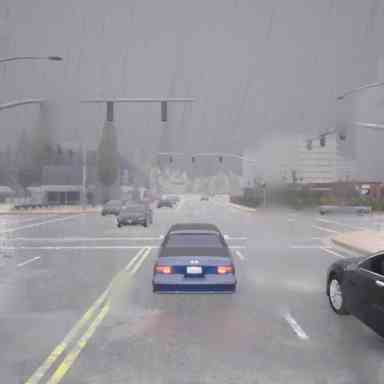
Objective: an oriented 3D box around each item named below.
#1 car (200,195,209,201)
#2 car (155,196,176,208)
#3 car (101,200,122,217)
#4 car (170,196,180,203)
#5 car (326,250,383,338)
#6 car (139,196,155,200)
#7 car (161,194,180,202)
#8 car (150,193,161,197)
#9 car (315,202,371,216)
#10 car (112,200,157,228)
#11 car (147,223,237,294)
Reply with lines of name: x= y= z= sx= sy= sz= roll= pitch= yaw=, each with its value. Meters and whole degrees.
car: x=3.207 y=1.553 z=84.585 sx=1.994 sy=1.385 sz=4.181 roll=0 pitch=0 yaw=0
car: x=-3.763 y=1.601 z=47.583 sx=1.895 sy=1.301 sz=4.718 roll=0 pitch=0 yaw=0
car: x=-7.210 y=1.504 z=31.476 sx=1.837 sy=1.490 sz=4.892 roll=0 pitch=0 yaw=0
car: x=-3.752 y=1.552 z=72.687 sx=1.994 sy=1.385 sz=4.181 roll=0 pitch=0 yaw=0
car: x=3.546 y=1.505 z=4.662 sx=1.837 sy=1.490 sz=4.892 roll=0 pitch=0 yaw=0
car: x=-7.268 y=1.601 z=50.294 sx=1.895 sy=1.301 sz=4.718 roll=0 pitch=0 yaw=0
car: x=-3.782 y=1.490 z=58.219 sx=2.128 sy=1.511 sz=4.902 roll=0 pitch=0 yaw=0
car: x=-7.241 y=1.223 z=68.420 sx=2.150 sy=2.045 sz=5.566 roll=0 pitch=0 yaw=0
car: x=14.337 y=1.601 z=31.831 sx=4.718 sy=1.301 sz=1.895 roll=0 pitch=0 yaw=1
car: x=-3.677 y=1.505 z=22.062 sx=1.837 sy=1.490 sz=4.892 roll=0 pitch=0 yaw=0
car: x=0.052 y=1.547 z=8.906 sx=2.033 sy=1.411 sz=5.357 roll=0 pitch=0 yaw=0
